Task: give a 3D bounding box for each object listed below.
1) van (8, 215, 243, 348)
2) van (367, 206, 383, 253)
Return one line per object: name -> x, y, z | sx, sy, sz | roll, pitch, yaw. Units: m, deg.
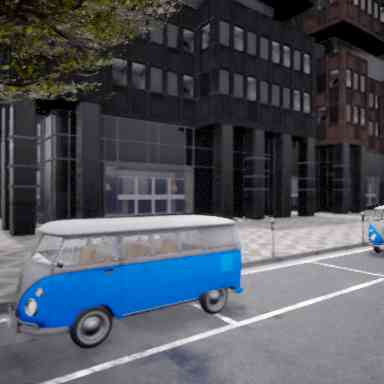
van -> -0.912, 1.346, 5.995 | 3.998, 1.788, 1.690 | 0, 0, -35
van -> 8.240, 1.368, 12.515 | 3.998, 1.788, 1.690 | 0, 0, -35
